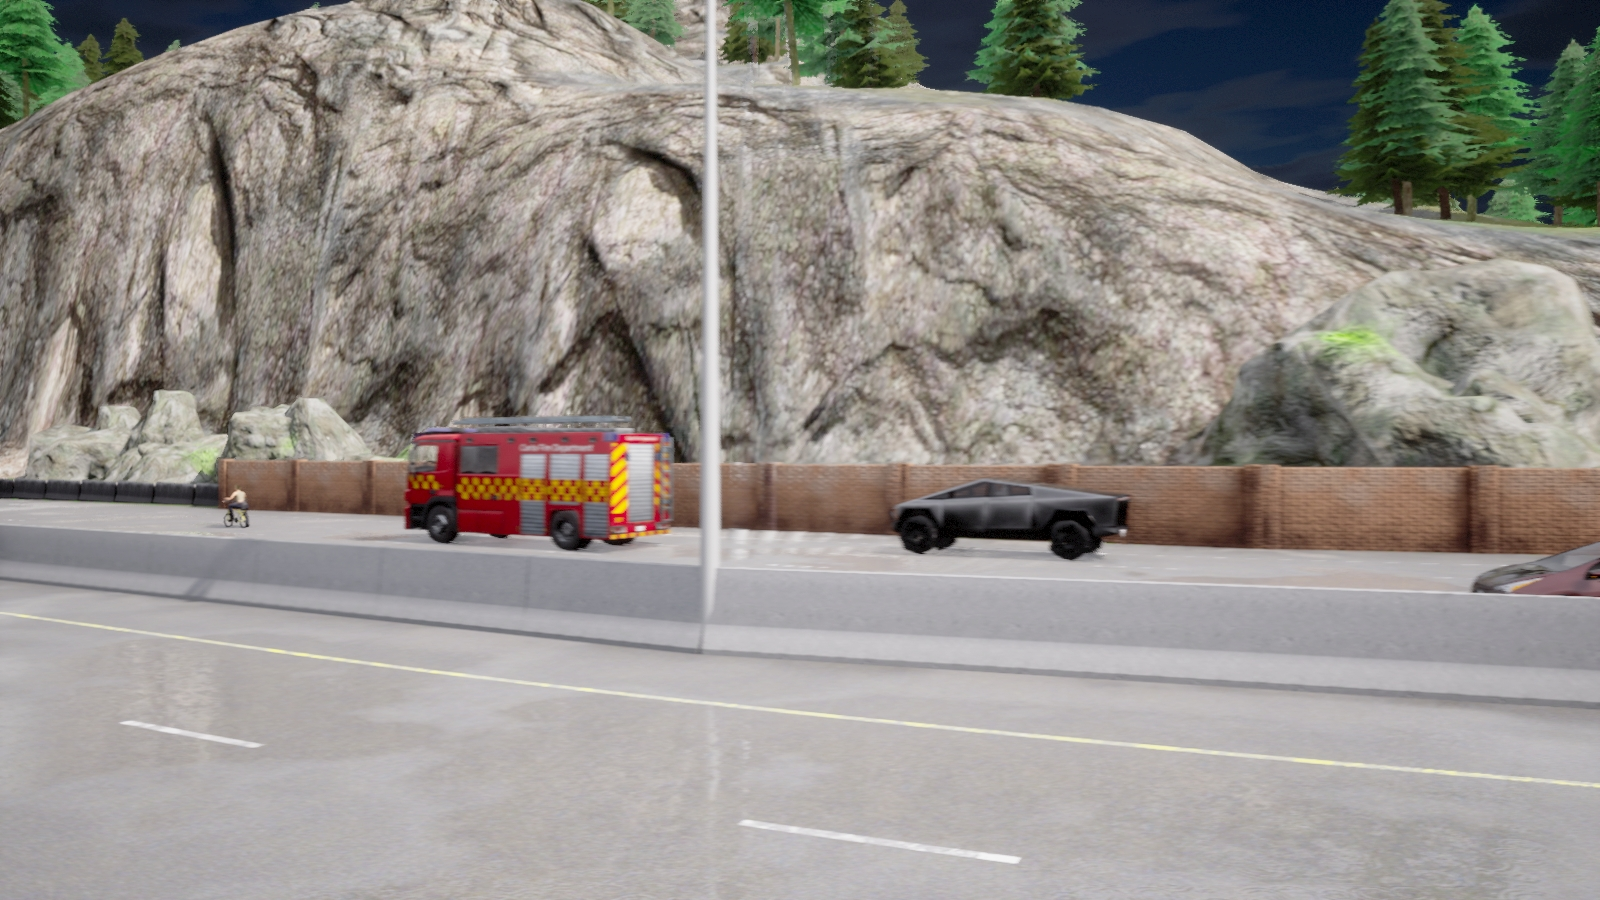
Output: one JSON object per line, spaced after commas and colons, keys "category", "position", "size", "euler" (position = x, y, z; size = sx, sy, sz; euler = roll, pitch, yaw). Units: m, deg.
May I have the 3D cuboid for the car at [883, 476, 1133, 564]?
{"category": "car", "position": [5.634, 1.816, 31.102], "size": [6.274, 2.098, 2.390], "euler": [0, 0, 25]}

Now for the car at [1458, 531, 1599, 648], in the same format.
{"category": "car", "position": [12.684, 2.080, 17.126], "size": [4.514, 1.525, 2.007], "euler": [0, 0, 15]}

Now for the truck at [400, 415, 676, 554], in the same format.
{"category": "truck", "position": [-8.074, 0.952, 34.733], "size": [8.468, 3.827, 2.891], "euler": [0, 0, 30]}
